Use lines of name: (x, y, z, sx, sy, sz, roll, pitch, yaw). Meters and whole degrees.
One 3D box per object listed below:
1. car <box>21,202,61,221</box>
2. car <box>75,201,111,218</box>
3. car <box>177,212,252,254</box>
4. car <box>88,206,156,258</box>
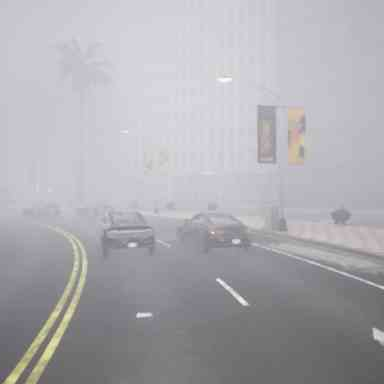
car: (-13.018, 1.567, 28.509, 4.902, 1.511, 2.128, 0, 0, 44)
car: (-8.512, 1.540, 28.848, 2.128, 1.511, 4.902, 0, 0, -42)
car: (0.775, 1.520, 13.547, 1.812, 1.442, 4.674, 0, 0, -19)
car: (-2.752, 1.507, 13.080, 2.128, 1.511, 4.902, 0, 0, -20)
